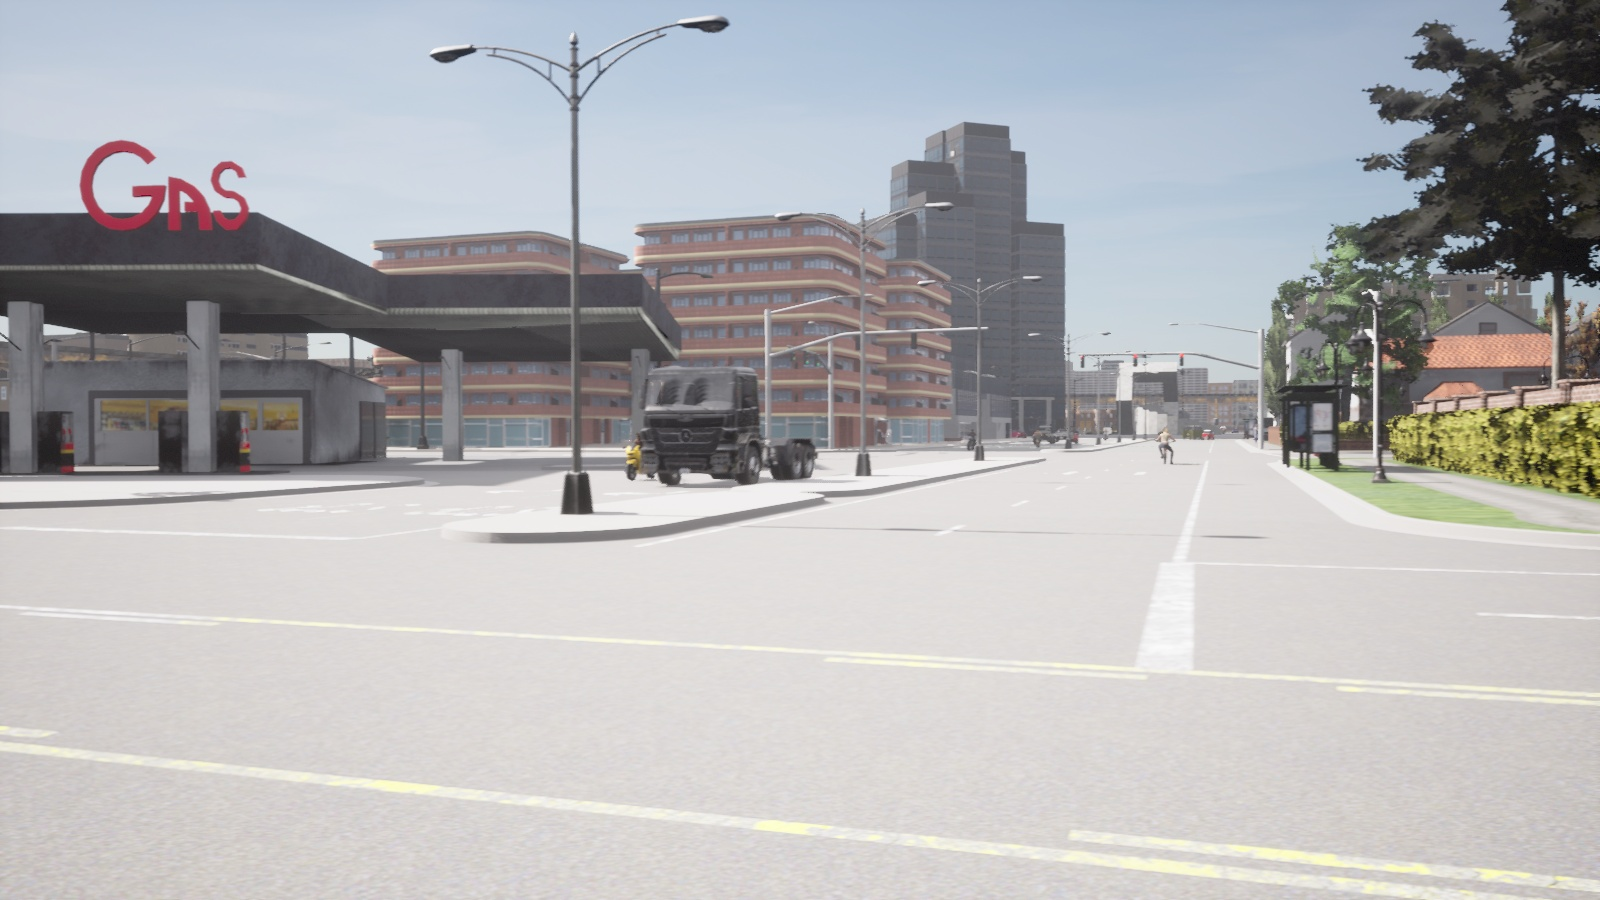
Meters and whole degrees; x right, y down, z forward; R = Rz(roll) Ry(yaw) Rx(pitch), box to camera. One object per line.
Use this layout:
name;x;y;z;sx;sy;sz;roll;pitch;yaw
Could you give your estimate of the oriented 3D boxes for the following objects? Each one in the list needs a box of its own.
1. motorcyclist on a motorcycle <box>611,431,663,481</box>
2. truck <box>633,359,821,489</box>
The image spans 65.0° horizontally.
motorcyclist on a motorcycle;-5.091;0.158;39.405;0.797;1.523;2.044;1;1;18
truck;-1.960;-0.767;37.703;2.891;3.462;7.936;1;1;18
